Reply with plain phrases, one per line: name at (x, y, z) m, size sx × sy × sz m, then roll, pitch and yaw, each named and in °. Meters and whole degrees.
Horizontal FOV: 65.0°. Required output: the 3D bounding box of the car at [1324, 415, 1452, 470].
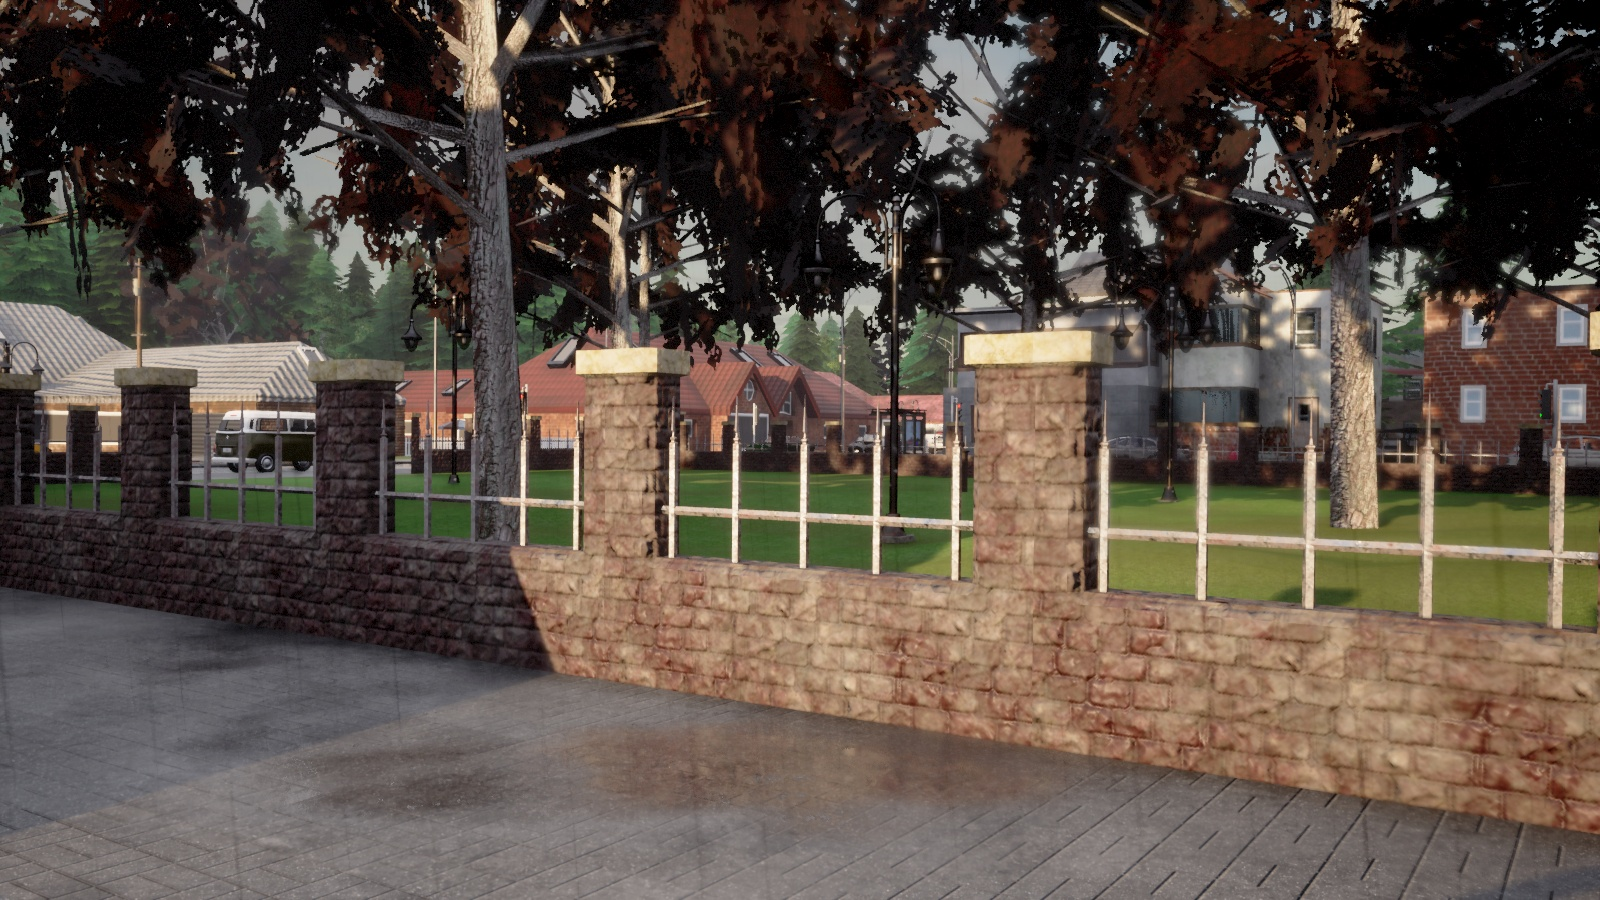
car at (20.905, -0.272, 44.696) m, size 3.866 × 1.878 × 1.905 m, roll 0°, pitch 1°, yaw 34°

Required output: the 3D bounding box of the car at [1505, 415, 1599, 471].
car at (24.190, -0.226, 37.877) m, size 5.027 × 1.651 × 2.152 m, roll 0°, pitch 1°, yaw 31°

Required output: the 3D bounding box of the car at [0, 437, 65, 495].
car at (-22.672, 0.457, 33.476) m, size 1.882 × 1.535 × 5.008 m, roll 0°, pitch 1°, yaw 32°

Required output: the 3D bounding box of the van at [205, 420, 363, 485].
van at (-17.129, 0.038, 41.871) m, size 2.069 × 2.038 × 4.480 m, roll 0°, pitch 1°, yaw 32°

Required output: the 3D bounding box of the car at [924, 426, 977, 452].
car at (11.017, -0.802, 91.549) m, size 1.932 × 1.855 × 4.605 m, roll 0°, pitch 1°, yaw 34°

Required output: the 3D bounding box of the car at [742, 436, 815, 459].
car at (-1.199, -0.156, 73.173) m, size 1.895 × 1.301 × 4.718 m, roll 0°, pitch 1°, yaw 34°

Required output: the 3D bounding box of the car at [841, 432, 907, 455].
car at (4.898, -0.437, 82.344) m, size 2.163 × 1.488 × 4.792 m, roll 0°, pitch 1°, yaw 34°

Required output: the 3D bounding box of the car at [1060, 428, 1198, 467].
car at (13.053, -0.112, 49.923) m, size 4.902 × 1.511 × 2.128 m, roll 0°, pitch 1°, yaw 34°
